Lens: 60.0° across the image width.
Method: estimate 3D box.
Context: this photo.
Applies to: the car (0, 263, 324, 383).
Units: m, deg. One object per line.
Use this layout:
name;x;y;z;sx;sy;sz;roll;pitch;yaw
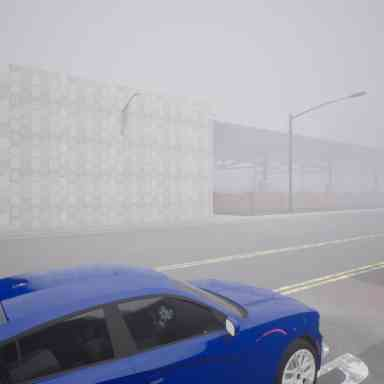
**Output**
car;-0.743;1.478;3.220;5.008;1.535;1.882;0;0;-36
